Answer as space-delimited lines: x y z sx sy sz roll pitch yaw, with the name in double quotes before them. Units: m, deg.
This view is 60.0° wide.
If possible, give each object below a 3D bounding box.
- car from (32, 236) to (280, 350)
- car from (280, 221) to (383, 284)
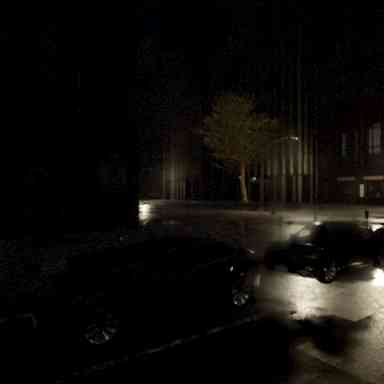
"car" -0.590 1.558 6.241 4.313 1.339 1.947 0 0 -36
"car" 3.989 1.544 9.529 4.313 1.339 1.947 0 0 -36
